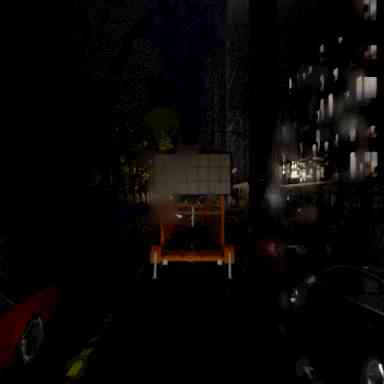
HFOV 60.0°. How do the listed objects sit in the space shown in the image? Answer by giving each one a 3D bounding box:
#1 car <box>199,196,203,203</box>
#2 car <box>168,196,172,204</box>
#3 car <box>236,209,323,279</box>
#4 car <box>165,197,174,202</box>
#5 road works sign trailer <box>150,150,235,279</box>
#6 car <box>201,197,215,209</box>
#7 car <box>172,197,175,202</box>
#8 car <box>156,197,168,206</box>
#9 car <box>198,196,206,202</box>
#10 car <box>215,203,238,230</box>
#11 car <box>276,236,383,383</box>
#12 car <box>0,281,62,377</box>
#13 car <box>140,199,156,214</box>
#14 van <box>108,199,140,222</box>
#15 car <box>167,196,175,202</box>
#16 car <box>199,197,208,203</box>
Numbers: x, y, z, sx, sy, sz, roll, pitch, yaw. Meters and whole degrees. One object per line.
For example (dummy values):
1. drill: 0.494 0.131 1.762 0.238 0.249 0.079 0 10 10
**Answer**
1. car: 2.744 1.818 66.979 1.887 1.381 4.507 0 0 0
2. car: -5.637 1.824 67.007 2.008 1.369 4.403 0 0 0
3. car: 2.701 1.495 10.163 1.967 1.590 4.097 0 0 0
4. car: -5.624 1.865 84.055 2.008 1.369 4.403 0 0 0
5. road works sign trailer: 0.023 0.520 10.229 2.380 3.560 2.880 0 0 0
6. car: 2.731 1.803 49.935 1.802 1.307 4.206 0 0 0
7. car: -5.628 1.826 78.201 1.752 1.417 4.829 0 0 0
8. car: -5.645 1.784 55.640 1.887 1.381 4.507 0 0 0
9. car: 2.761 1.877 89.705 2.008 1.369 4.403 0 0 0
10. car: 2.709 1.636 21.698 1.752 1.417 4.829 0 0 0
11. car: 2.696 1.591 4.482 1.947 1.339 4.313 0 0 0
12. car: -3.001 1.618 3.066 1.895 1.301 4.718 0 0 0
13. car: -5.659 1.762 38.592 1.802 1.307 4.206 0 0 0
14. van: -5.666 1.476 27.227 1.690 1.788 3.998 0 0 0
15. car: -5.619 1.877 89.738 2.008 1.369 4.403 0 0 0
16. car: 2.753 1.868 78.341 1.947 1.339 4.313 0 0 0
